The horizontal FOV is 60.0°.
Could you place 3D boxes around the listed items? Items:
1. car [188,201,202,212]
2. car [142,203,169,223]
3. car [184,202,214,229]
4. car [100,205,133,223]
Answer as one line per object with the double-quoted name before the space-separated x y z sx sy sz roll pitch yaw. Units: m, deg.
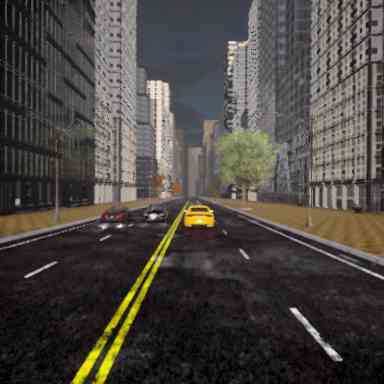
"car" 0.456 2.036 47.875 1.895 1.301 4.718 0 -1 0
"car" -2.974 1.725 28.007 2.128 1.511 4.902 0 0 0
"car" 0.472 1.691 23.326 1.882 1.535 5.008 0 -1 0
"car" -6.225 1.777 27.893 1.994 1.385 4.181 0 -1 0
